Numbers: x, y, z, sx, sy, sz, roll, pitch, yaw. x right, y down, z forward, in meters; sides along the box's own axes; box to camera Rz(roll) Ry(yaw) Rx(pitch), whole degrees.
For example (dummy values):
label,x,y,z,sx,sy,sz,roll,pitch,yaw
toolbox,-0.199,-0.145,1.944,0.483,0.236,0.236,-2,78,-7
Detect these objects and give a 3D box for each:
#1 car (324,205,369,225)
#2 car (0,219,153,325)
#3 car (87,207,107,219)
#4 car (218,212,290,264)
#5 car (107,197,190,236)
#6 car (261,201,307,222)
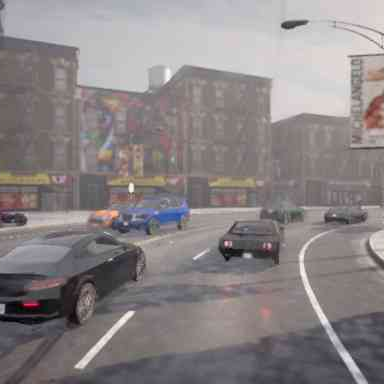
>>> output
label,x,y,z,sx,sy,sz,roll,pitch,yaw
car,12.086,1.712,25.919,4.181,1.385,1.994,0,0,-40
car,-2.466,1.551,7.155,1.812,1.442,4.674,0,0,10
car,-4.708,1.437,21.910,2.097,1.767,4.553,0,0,30
car,2.417,1.662,12.271,1.895,1.301,4.718,0,0,18
car,-2.140,1.303,19.639,2.150,2.045,5.566,0,0,28
car,7.281,1.488,26.198,2.097,1.767,4.553,0,0,43
